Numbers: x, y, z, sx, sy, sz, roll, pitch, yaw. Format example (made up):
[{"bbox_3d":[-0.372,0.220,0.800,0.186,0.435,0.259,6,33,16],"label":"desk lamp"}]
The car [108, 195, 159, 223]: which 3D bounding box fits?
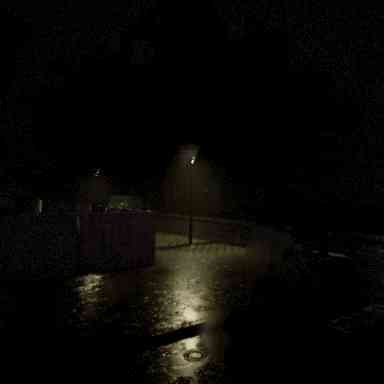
[{"bbox_3d":[-4.610,1.356,25.328,2.150,2.045,5.566,1,2,-35],"label":"car"}]
